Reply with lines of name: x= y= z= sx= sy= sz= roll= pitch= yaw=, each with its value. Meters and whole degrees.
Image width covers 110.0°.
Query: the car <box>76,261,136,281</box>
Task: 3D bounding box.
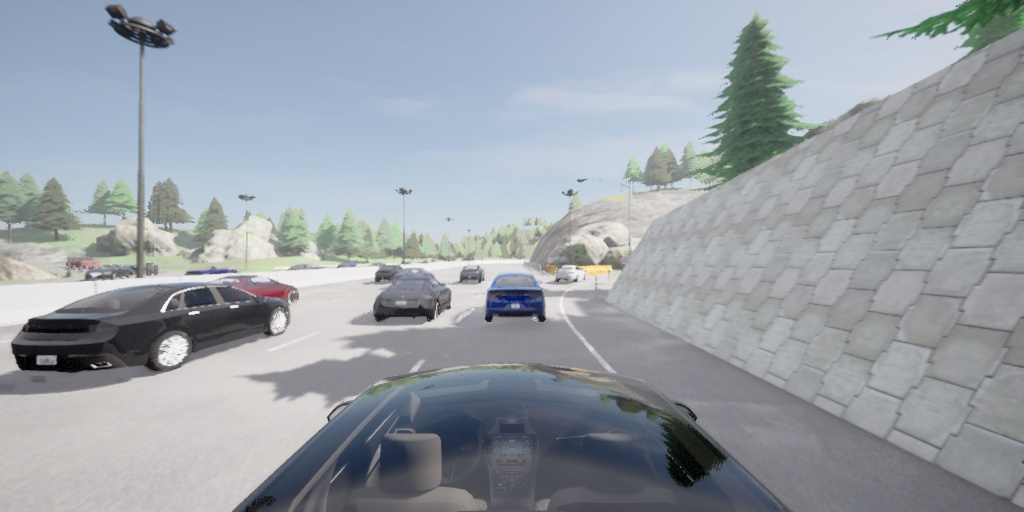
car: x=-38.167 y=1.542 z=34.048 sx=2.128 sy=1.511 sz=4.902 roll=0 pitch=-1 yaw=-27

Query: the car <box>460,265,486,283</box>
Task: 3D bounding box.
car: x=-3.392 y=1.517 z=31.258 sx=2.128 sy=1.511 sz=4.902 roll=0 pitch=0 yaw=0

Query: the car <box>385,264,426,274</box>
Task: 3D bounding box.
car: x=-6.894 y=1.519 z=25.517 sx=2.033 sy=1.411 sz=5.357 roll=0 pitch=-1 yaw=0

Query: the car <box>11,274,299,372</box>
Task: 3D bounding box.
car: x=-6.898 y=1.312 z=7.742 sx=1.837 sy=1.490 sz=4.892 roll=0 pitch=0 yaw=0

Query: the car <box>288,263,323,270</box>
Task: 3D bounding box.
car: x=-21.083 y=1.565 z=36.368 sx=2.128 sy=1.511 sz=4.902 roll=0 pitch=-1 yaw=0

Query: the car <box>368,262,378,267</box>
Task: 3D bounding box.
car: x=-21.027 y=1.815 z=55.538 sx=1.994 sy=1.385 sz=4.181 roll=0 pitch=-1 yaw=0

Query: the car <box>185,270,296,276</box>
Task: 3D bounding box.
car: x=-10.395 y=1.430 z=14.126 sx=1.994 sy=1.385 sz=4.181 roll=0 pitch=0 yaw=0

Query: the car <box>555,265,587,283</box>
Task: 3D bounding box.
car: x=5.202 y=1.553 z=31.604 sx=1.812 sy=1.442 sz=4.674 roll=0 pitch=0 yaw=25

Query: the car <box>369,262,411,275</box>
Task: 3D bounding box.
car: x=-10.392 y=1.532 z=31.331 sx=1.837 sy=1.490 sz=4.892 roll=0 pitch=0 yaw=0

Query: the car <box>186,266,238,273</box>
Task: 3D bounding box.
car: x=-31.574 y=1.687 z=37.805 sx=1.895 sy=1.301 sz=4.718 roll=0 pitch=-1 yaw=0

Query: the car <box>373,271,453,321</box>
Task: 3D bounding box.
car: x=-3.397 y=1.419 z=12.978 sx=1.994 sy=1.385 sz=4.181 roll=0 pitch=0 yaw=0

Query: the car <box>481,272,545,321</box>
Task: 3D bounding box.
car: x=0.104 y=1.333 z=13.032 sx=1.882 sy=1.535 sz=5.008 roll=0 pitch=0 yaw=0
